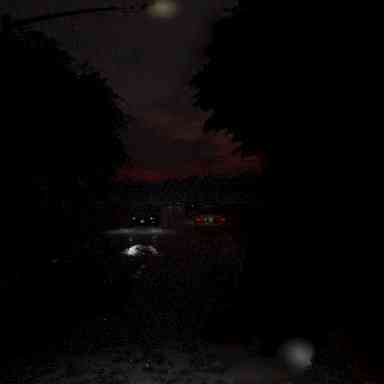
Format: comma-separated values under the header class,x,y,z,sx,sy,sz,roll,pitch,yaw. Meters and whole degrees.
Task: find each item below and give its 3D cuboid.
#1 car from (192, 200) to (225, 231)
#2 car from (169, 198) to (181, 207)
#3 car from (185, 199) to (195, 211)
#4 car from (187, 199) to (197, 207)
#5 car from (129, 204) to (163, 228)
class,x,y,z,sx,sy,sz,roll,pitch,yaw
car,1.051,1.539,21.121,1.801,1.575,5.366,0,0,0
car,-3.040,1.898,60.050,1.837,1.490,4.892,0,0,1
car,0.056,1.805,45.096,1.994,1.385,4.181,0,0,0
car,0.002,2.000,60.555,1.895,1.301,4.718,0,-1,0
car,-3.098,1.599,23.061,1.837,1.490,4.892,0,0,0
